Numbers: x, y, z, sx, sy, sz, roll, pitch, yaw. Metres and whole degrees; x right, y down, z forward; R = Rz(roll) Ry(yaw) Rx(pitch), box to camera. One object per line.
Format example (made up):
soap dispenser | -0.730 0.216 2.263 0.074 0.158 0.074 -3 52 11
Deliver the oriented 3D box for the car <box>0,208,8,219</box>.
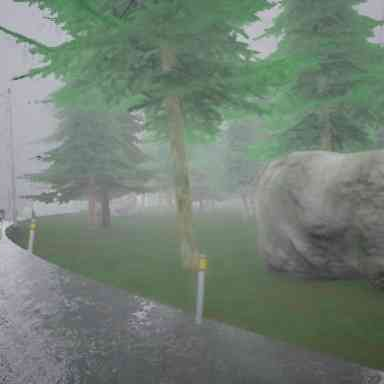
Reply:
car | -21.866 2.301 36.337 2.128 1.511 4.902 -4 -1 -9
